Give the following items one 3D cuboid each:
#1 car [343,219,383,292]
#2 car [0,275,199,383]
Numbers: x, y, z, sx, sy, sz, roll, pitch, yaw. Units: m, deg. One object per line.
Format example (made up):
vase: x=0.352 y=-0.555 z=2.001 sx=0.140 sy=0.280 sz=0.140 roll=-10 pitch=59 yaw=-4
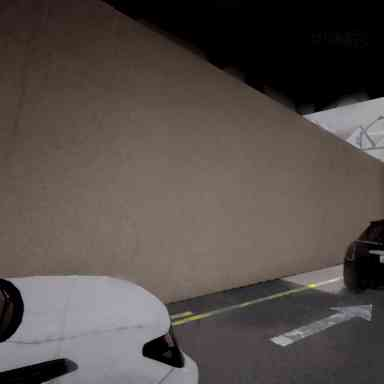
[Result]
car: x=5.561 y=1.352 z=7.731 sx=4.553 sy=1.767 sz=2.097 roll=0 pitch=0 yaw=-36
car: x=-2.606 y=1.221 z=1.930 sx=5.566 sy=2.045 sz=2.150 roll=0 pitch=0 yaw=-35
